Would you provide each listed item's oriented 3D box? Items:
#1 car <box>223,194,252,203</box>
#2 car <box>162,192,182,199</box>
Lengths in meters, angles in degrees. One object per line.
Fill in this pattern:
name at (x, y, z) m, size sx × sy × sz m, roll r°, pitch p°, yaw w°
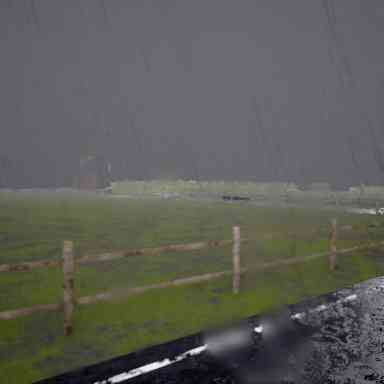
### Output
car at (6.702, 0.922, 48.904) m, size 1.895 × 1.301 × 4.718 m, roll 0°, pitch 1°, yaw -35°
car at (-3.981, 0.658, 64.041) m, size 1.895 × 1.301 × 4.718 m, roll 0°, pitch 1°, yaw -35°
